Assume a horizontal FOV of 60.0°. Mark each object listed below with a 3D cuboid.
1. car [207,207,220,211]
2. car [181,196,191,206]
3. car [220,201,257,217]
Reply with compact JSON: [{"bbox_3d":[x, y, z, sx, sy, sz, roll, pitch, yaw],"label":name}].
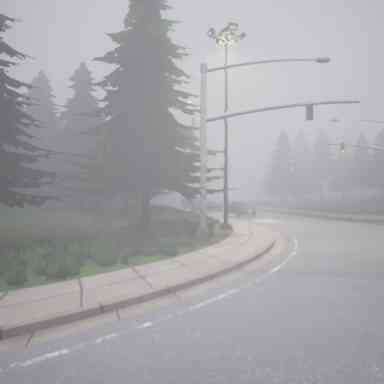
[{"bbox_3d":[2.450,1.839,43.539,1.895,1.301,4.718,0,0,-15],"label":"car"},{"bbox_3d":[-0.290,1.500,53.744,2.150,2.045,5.566,0,0,-16],"label":"car"},{"bbox_3d":[4.923,1.691,33.852,2.128,1.511,4.902,0,0,-14],"label":"car"}]
